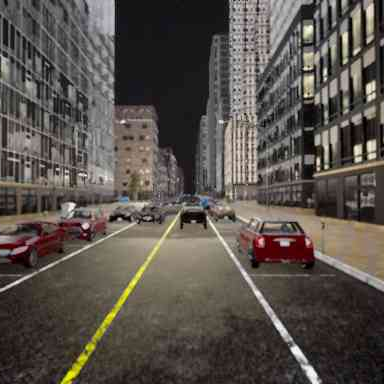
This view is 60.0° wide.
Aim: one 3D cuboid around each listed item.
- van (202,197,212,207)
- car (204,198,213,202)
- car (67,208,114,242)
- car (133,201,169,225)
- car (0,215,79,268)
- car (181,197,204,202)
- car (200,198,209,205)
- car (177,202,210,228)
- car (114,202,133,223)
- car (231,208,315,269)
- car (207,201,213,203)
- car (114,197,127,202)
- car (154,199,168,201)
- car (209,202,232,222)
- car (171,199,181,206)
[{"bbox_3d":[2.706,1.840,61.800,1.690,1.788,3.998,1,0,0],"label":"van"},{"bbox_3d":[2.702,1.939,45.067,1.947,1.339,4.313,1,0,0],"label":"car"},{"bbox_3d":[-5.679,1.589,17.213,1.967,1.590,4.097,1,0,0],"label":"car"},{"bbox_3d":[-3.097,1.725,25.949,1.837,1.490,4.892,0,0,0],"label":"car"},{"bbox_3d":[-5.681,1.685,11.639,1.802,1.307,4.206,1,0,0],"label":"car"},{"bbox_3d":[0.102,1.693,41.137,2.097,1.767,4.553,0,-1,0],"label":"car"},{"bbox_3d":[2.705,2.123,72.952,1.887,1.381,4.507,1,0,0],"label":"car"},{"bbox_3d":[0.101,1.706,23.885,1.837,1.490,4.892,0,-1,0],"label":"car"},{"bbox_3d":[-5.680,1.806,28.360,1.947,1.339,4.313,1,0,0],"label":"car"},{"bbox_3d":[2.701,1.542,11.608,1.967,1.590,4.097,1,0,0],"label":"car"},{"bbox_3d":[2.701,1.867,33.915,1.802,1.307,4.206,1,0,0],"label":"car"},{"bbox_3d":[-19.838,2.293,85.885,4.403,1.369,2.008,0,-1,1],"label":"car"},{"bbox_3d":[-5.676,1.898,56.234,1.967,1.590,4.097,1,0,0],"label":"car"},{"bbox_3d":[2.701,1.791,28.337,2.008,1.369,4.403,1,0,0],"label":"car"},{"bbox_3d":[-3.002,2.069,66.730,1.994,1.385,4.181,0,0,0],"label":"car"}]
